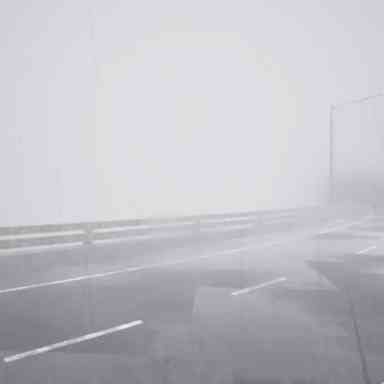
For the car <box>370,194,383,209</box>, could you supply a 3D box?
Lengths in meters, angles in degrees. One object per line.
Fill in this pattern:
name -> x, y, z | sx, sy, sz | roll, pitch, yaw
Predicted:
car -> 27.056, 1.338, 47.585 | 2.150, 2.045, 5.566 | 1, 0, 21
